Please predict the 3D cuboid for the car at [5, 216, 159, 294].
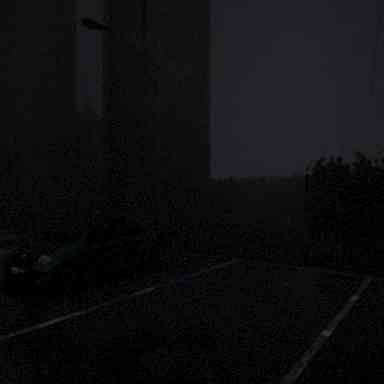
[{"bbox_3d":[-2.733,1.483,8.942,1.851,1.617,3.988,0,0,35],"label":"car"}]
